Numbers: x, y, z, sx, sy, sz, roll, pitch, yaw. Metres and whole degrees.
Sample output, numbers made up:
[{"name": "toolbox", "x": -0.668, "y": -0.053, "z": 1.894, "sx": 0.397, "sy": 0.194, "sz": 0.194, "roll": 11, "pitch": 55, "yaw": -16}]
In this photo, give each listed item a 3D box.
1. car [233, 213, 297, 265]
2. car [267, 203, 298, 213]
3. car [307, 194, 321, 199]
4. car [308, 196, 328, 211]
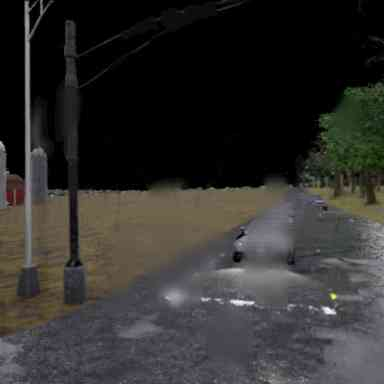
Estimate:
[{"name": "car", "x": 2.799, "y": 1.712, "z": 12.329, "sx": 1.994, "sy": 1.385, "sz": 4.181, "roll": -1, "pitch": -1, "yaw": 18}, {"name": "car", "x": 5.527, "y": 1.694, "z": 20.897, "sx": 2.128, "sy": 1.511, "sz": 4.902, "roll": -1, "pitch": -1, "yaw": 18}, {"name": "car", "x": 19.623, "y": 1.392, "z": 52.936, "sx": 2.150, "sy": 2.045, "sz": 5.566, "roll": -1, "pitch": 0, "yaw": 18}, {"name": "car", "x": 16.458, "y": 1.682, "z": 42.990, "sx": 1.837, "sy": 1.490, "sz": 4.892, "roll": -1, "pitch": 0, "yaw": 18}]
